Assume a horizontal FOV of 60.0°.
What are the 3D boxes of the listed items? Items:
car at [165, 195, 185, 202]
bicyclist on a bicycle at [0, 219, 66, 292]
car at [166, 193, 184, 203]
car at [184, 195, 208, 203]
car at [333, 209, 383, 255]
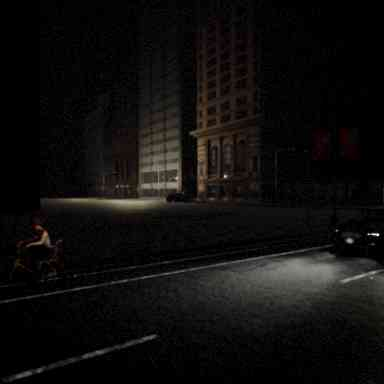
[{"bbox_3d":[-3.695,1.395,71.815,1.895,1.301,4.718,0,0,-35],"label":"car"},{"bbox_3d":[-3.682,1.430,7.698,1.509,1.612,0.866,0,0,-36],"label":"bicyclist on a bicycle"},{"bbox_3d":[-2.739,1.188,65.273,2.150,2.045,5.566,0,0,-35],"label":"car"},{"bbox_3d":[0.951,1.545,65.314,1.895,1.301,4.718,0,0,-35],"label":"car"},{"bbox_3d":[7.486,1.428,12.993,4.902,1.511,2.128,0,0,-35],"label":"car"}]
